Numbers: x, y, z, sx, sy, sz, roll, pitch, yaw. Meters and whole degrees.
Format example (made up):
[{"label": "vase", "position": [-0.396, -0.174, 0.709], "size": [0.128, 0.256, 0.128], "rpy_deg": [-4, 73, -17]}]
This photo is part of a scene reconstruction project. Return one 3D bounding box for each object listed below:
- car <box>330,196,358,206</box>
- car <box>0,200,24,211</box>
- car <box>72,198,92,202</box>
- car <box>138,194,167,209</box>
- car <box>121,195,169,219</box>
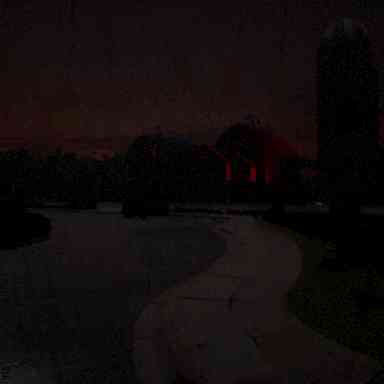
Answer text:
[{"label": "car", "position": [14.919, 1.245, 32.651], "size": [2.242, 1.667, 4.611], "rpy_deg": [-1, 0, 33]}, {"label": "car", "position": [-23.044, 1.727, 41.075], "size": [1.784, 1.438, 3.905], "rpy_deg": [-1, 0, 33]}, {"label": "car", "position": [-17.094, 1.622, 52.544], "size": [1.816, 1.474, 4.193], "rpy_deg": [-1, 0, 33]}, {"label": "car", "position": [-5.447, 1.301, 45.734], "size": [1.905, 1.878, 3.866], "rpy_deg": [-1, 0, 33]}, {"label": "car", "position": [-4.037, 1.308, 29.075], "size": [1.932, 1.855, 4.605], "rpy_deg": [-1, 0, 33]}]
